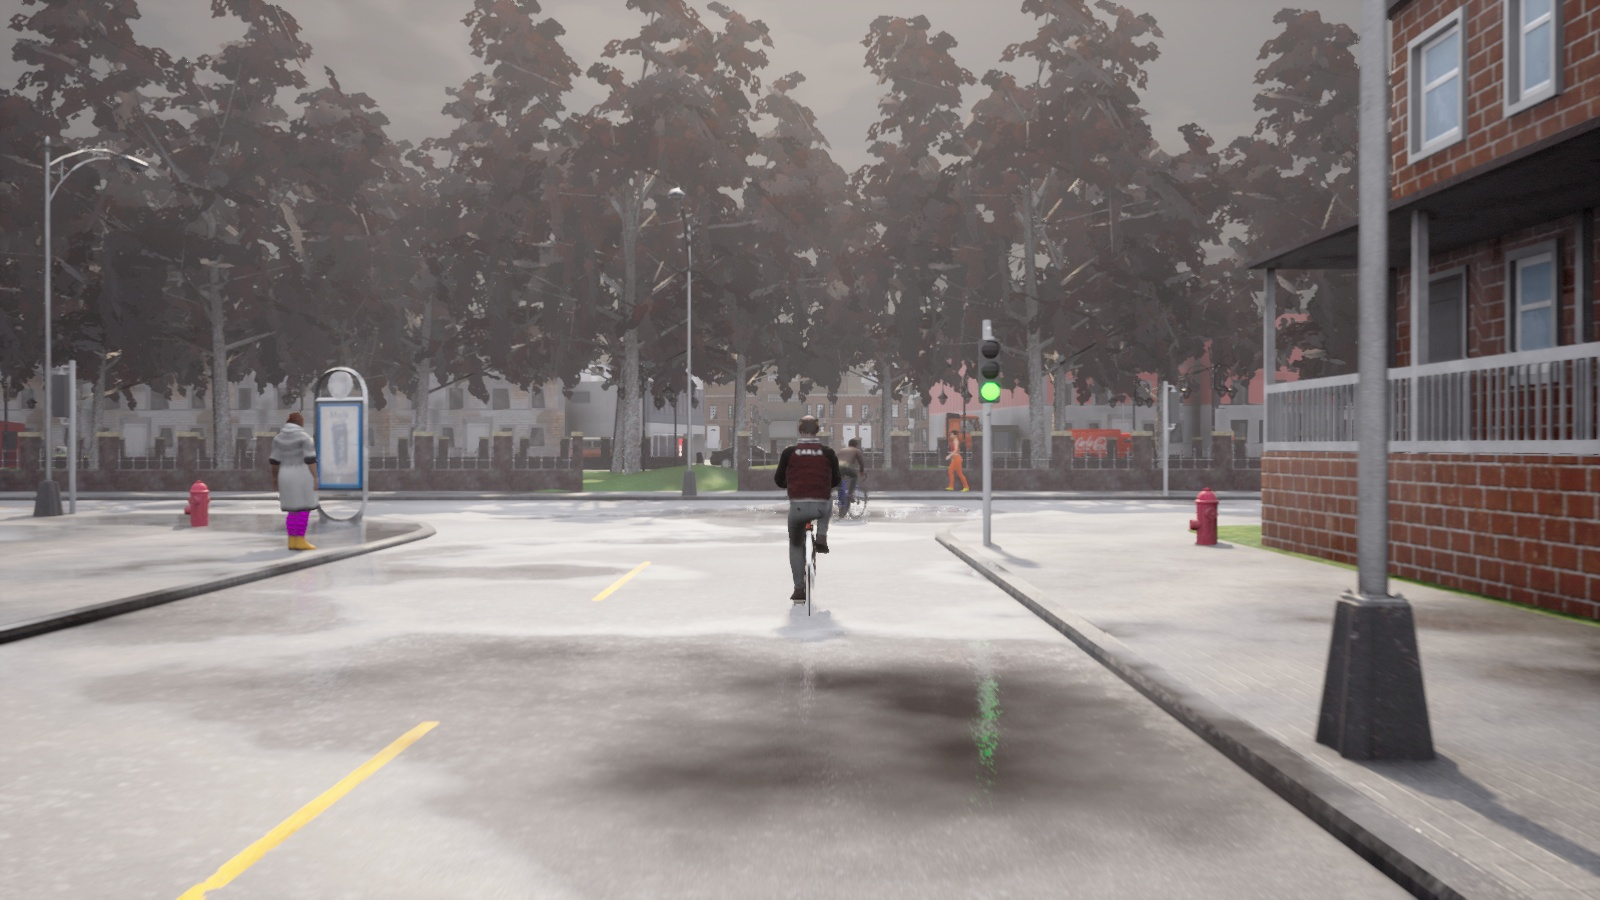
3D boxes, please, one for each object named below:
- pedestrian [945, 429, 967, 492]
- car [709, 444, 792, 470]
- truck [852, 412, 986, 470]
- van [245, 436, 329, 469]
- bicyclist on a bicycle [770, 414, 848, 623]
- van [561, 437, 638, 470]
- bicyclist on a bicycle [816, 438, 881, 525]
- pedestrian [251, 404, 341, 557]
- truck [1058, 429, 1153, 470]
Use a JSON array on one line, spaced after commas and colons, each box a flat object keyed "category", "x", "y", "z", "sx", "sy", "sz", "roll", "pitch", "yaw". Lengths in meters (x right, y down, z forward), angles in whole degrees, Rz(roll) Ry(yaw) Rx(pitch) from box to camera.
[{"category": "pedestrian", "x": 4.601, "y": 0.314, "z": 37.093, "sx": 0.594, "sy": 1.836, "sz": 0.345, "roll": 0, "pitch": 0, "yaw": 0}, {"category": "car", "x": -3.030, "y": 0.419, "z": 77.068, "sx": 5.008, "sy": 1.535, "sz": 1.882, "roll": 0, "pitch": 0, "yaw": 0}, {"category": "truck", "x": 7.241, "y": -0.532, "z": 77.014, "sx": 7.936, "sy": 3.462, "sz": 2.891, "roll": 0, "pitch": 0, "yaw": 0}, {"category": "van", "x": -31.528, "y": 0.170, "z": 77.182, "sx": 4.442, "sy": 1.987, "sz": 1.775, "roll": 0, "pitch": 0, "yaw": 0}, {"category": "bicyclist on a bicycle", "x": 0.081, "y": 0.572, "z": 11.548, "sx": 0.659, "sy": 1.776, "sz": 1.843, "roll": 0, "pitch": 0, "yaw": 0}, {"category": "van", "x": -12.261, "y": 0.187, "z": 77.111, "sx": 4.442, "sy": 1.987, "sz": 1.775, "roll": 0, "pitch": 0, "yaw": 0}, {"category": "bicyclist on a bicycle", "x": 0.975, "y": 0.603, "z": 24.807, "sx": 0.582, "sy": 1.620, "sz": 1.656, "roll": 3, "pitch": 1, "yaw": 27}, {"category": "pedestrian", "x": -6.650, "y": 0.386, "z": 16.590, "sx": 0.659, "sy": 1.952, "sz": 0.873, "roll": 0, "pitch": 0, "yaw": 28}, {"category": "truck", "x": 18.651, "y": -0.027, "z": 76.961, "sx": 5.204, "sy": 2.467, "sz": 2.627, "roll": 0, "pitch": 0, "yaw": 0}]
